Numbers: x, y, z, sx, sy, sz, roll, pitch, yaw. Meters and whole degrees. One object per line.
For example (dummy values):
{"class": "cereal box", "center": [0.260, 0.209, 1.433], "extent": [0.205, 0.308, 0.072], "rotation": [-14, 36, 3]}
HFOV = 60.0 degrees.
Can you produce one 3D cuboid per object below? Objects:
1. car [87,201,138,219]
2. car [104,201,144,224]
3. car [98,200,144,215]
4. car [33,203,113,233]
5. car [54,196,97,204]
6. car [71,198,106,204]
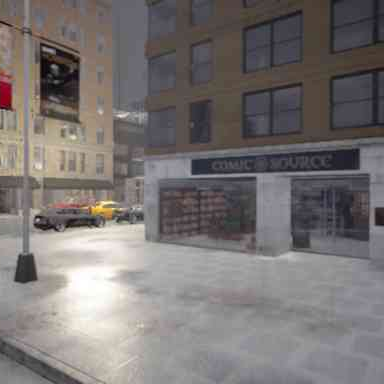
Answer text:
{"class": "car", "center": [-7.031, 1.561, 29.688], "extent": [1.994, 1.385, 4.181], "rotation": [0, 0, 36]}
{"class": "car", "center": [-3.951, 1.574, 24.577], "extent": [2.008, 1.369, 4.403], "rotation": [0, 0, 36]}
{"class": "car", "center": [-7.153, 1.552, 33.862], "extent": [1.947, 1.339, 4.313], "rotation": [0, 0, 36]}
{"class": "car", "center": [-7.260, 1.588, 19.983], "extent": [1.947, 1.339, 4.313], "rotation": [0, 0, 36]}
{"class": "car", "center": [-10.461, 1.300, 29.267], "extent": [2.192, 1.841, 5.009], "rotation": [0, 0, 36]}
{"class": "car", "center": [-6.386, 1.488, 25.663], "extent": [1.882, 1.535, 5.008], "rotation": [0, 0, 37]}
